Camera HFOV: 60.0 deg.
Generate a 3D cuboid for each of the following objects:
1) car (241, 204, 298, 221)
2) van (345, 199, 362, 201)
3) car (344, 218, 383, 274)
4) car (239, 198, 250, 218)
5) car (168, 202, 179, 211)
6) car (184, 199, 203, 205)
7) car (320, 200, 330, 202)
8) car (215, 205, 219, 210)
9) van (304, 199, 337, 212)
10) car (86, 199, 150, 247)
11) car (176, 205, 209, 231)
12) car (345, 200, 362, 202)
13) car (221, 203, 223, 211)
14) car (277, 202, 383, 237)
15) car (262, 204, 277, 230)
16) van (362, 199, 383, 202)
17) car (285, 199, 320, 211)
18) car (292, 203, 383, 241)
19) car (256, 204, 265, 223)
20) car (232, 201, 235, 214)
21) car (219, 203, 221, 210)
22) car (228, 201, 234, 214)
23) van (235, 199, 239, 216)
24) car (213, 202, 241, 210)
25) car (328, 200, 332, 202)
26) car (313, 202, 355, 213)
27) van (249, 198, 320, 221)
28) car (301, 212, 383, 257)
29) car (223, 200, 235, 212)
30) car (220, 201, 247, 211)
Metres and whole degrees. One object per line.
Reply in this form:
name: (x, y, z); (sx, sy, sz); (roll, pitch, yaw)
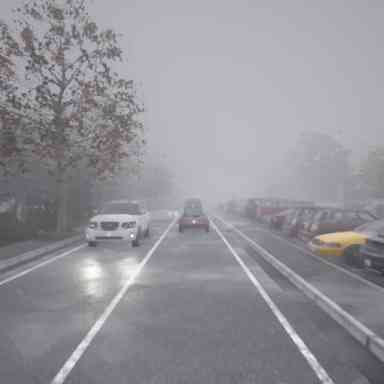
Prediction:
car: (7.135, 1.856, 30.922); (4.792, 1.488, 2.163); (0, -1, 0)
van: (20.326, 1.807, 39.046); (4.442, 1.987, 1.878); (0, -1, 0)
car: (7.033, 1.584, 8.741); (4.892, 1.521, 2.231); (0, -1, 0)
car: (7.125, 1.519, 28.175); (5.566, 2.045, 2.435); (0, -1, 0)
car: (-3.190, 2.553, 58.343); (2.128, 1.511, 4.902); (0, -2, 1)
car: (0.161, 1.823, 40.712); (2.150, 2.045, 5.566); (0, -1, 0)
car: (20.221, 2.175, 44.579); (5.008, 1.535, 2.097); (0, -1, 0)
car: (7.152, 2.217, 55.913); (5.566, 2.045, 2.435); (0, -1, 0)
van: (20.367, 2.163, 52.893); (4.442, 1.987, 1.878); (0, -1, 0)
car: (-3.331, 1.384, 16.096); (2.150, 2.045, 5.566); (0, -1, 0)
car: (0.128, 1.815, 22.395); (1.994, 1.385, 4.181); (0, -1, 0)
car: (20.017, 1.959, 36.271); (5.366, 1.575, 1.946); (0, -1, 0)
car: (7.166, 2.366, 50.355); (4.674, 1.452, 2.002); (0, -1, 0)
car: (7.033, 1.538, 17.070); (4.553, 1.767, 2.185); (0, -1, 0)
car: (7.067, 1.690, 19.845); (5.008, 1.535, 2.097); (0, -1, 0)
van: (20.076, 1.665, 33.509); (4.442, 1.987, 1.878); (0, -1, 0)
car: (20.303, 2.359, 61.198); (5.566, 2.045, 2.435); (0, -2, 0)
car: (7.024, 1.511, 14.294); (4.553, 1.767, 2.185); (0, -1, 0)
car: (7.083, 1.757, 22.621); (4.674, 1.452, 2.002); (0, -1, 0)
car: (7.125, 2.009, 36.478); (4.674, 1.452, 2.002); (0, -1, 0)
car: (7.201, 2.427, 53.130); (4.792, 1.488, 2.163); (0, -1, 0)
car: (7.100, 2.070, 39.255); (4.792, 1.488, 2.163); (0, -1, 0)
van: (6.997, 1.672, 33.710); (4.442, 1.987, 1.878); (0, -1, 0)
car: (7.028, 2.800, 66.991); (5.366, 1.575, 1.946); (0, -2, 0)
car: (20.212, 2.105, 41.810); (4.892, 1.521, 2.231); (0, -1, 0)
car: (20.229, 2.250, 47.474); (5.008, 1.535, 2.097); (0, -1, 0)
van: (6.972, 1.518, 25.400); (4.442, 1.987, 1.878); (0, -1, 0)
car: (6.862, 1.607, 11.517); (5.366, 1.575, 1.946); (0, -1, 0)
car: (7.152, 2.183, 44.805); (5.008, 1.535, 2.097); (0, -1, 0)
car: (7.219, 2.417, 58.680); (4.553, 1.767, 2.185); (0, -1, 0)
